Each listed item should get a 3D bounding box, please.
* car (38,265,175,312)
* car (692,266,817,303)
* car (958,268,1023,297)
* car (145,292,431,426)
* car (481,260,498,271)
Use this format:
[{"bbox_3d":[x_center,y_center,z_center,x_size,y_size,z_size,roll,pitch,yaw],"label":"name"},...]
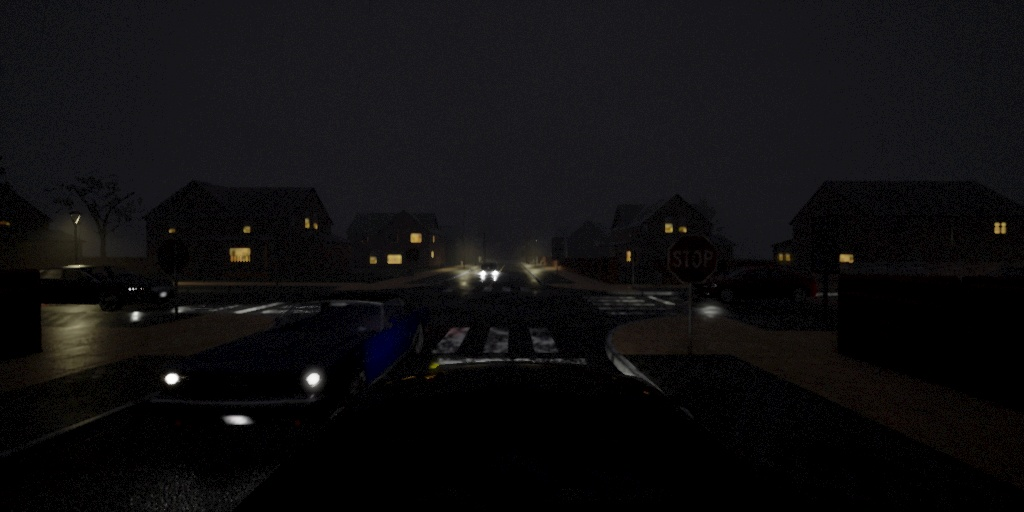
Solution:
[{"bbox_3d":[-14.878,1.093,12.780,4.902,1.511,2.128,0,1,0],"label":"car"},{"bbox_3d":[10.469,1.180,15.751,5.008,1.535,1.882,0,1,-2],"label":"car"},{"bbox_3d":[22.576,1.267,15.818,4.902,1.511,2.128,0,1,0],"label":"car"},{"bbox_3d":[-2.745,1.316,5.793,1.895,1.301,4.718,0,0,0],"label":"car"},{"bbox_3d":[-2.735,1.095,43.820,1.895,1.301,4.718,0,0,0],"label":"car"}]
